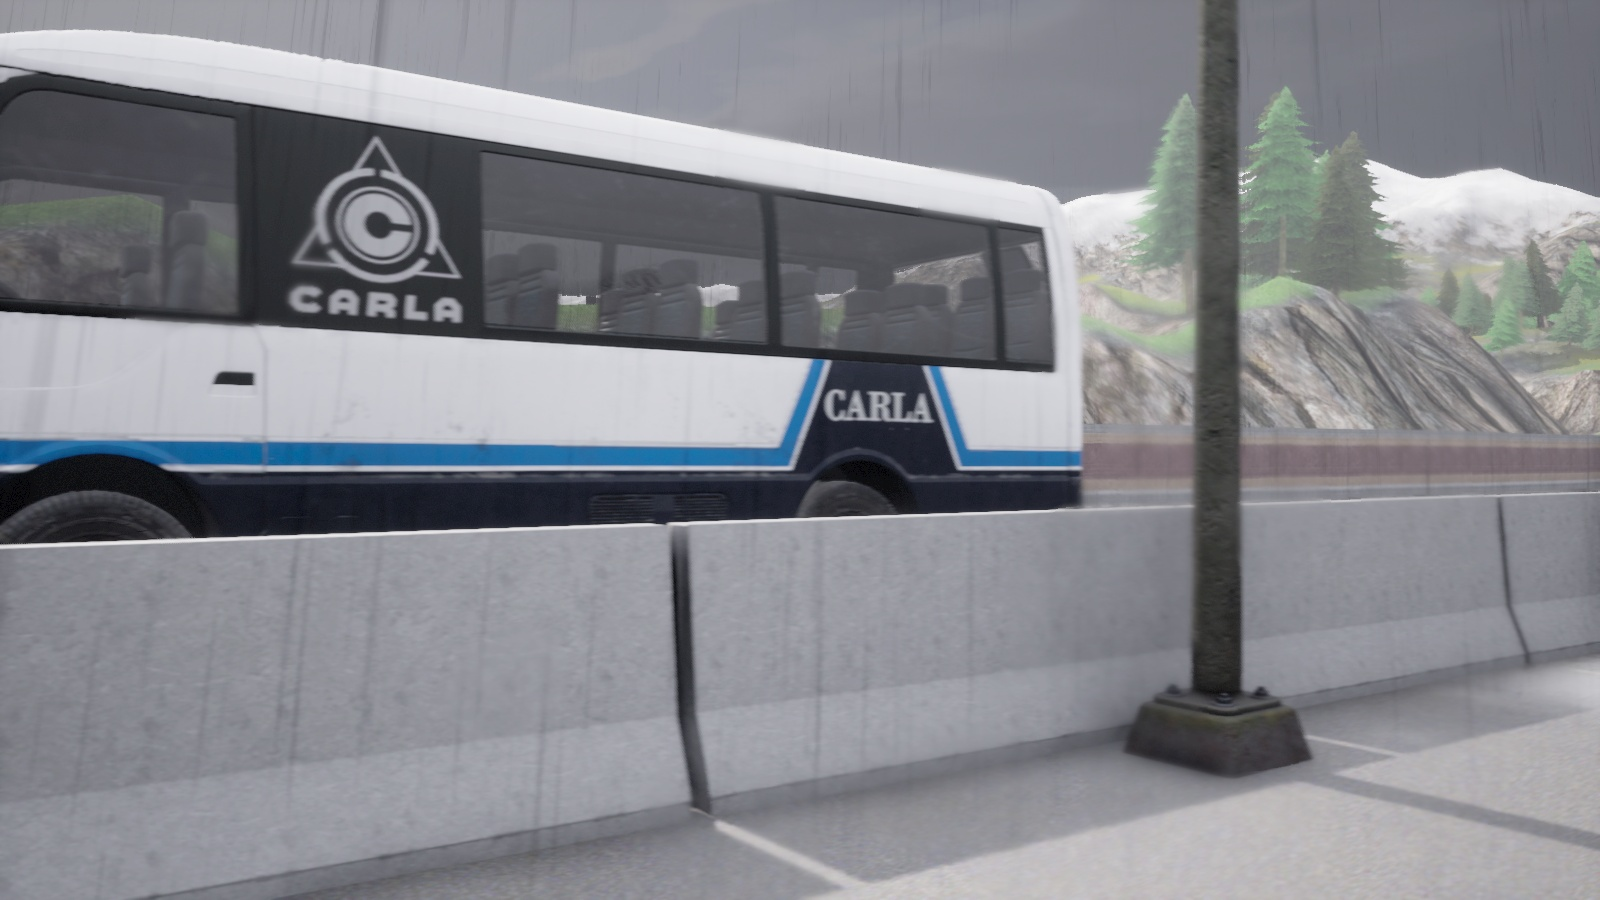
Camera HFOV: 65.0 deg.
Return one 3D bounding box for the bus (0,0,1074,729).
[{"bbox_3d":[-2.827,-0.601,10.225,10.273,4.253,3.944,0,0,-35],"label":"bus"}]
